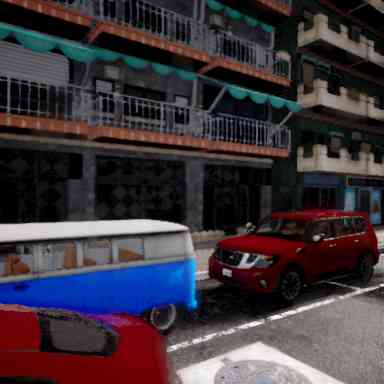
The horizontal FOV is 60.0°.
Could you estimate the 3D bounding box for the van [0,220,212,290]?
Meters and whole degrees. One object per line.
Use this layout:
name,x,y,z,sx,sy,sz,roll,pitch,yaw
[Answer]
van,-1.821,1.371,5.245,3.998,1.788,1.690,1,-1,-35

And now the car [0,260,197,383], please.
car,-2.197,1.521,1.813,4.674,1.442,1.812,1,-1,-35

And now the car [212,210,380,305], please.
car,2.809,1.422,8.500,5.009,1.841,2.192,1,-1,-35
